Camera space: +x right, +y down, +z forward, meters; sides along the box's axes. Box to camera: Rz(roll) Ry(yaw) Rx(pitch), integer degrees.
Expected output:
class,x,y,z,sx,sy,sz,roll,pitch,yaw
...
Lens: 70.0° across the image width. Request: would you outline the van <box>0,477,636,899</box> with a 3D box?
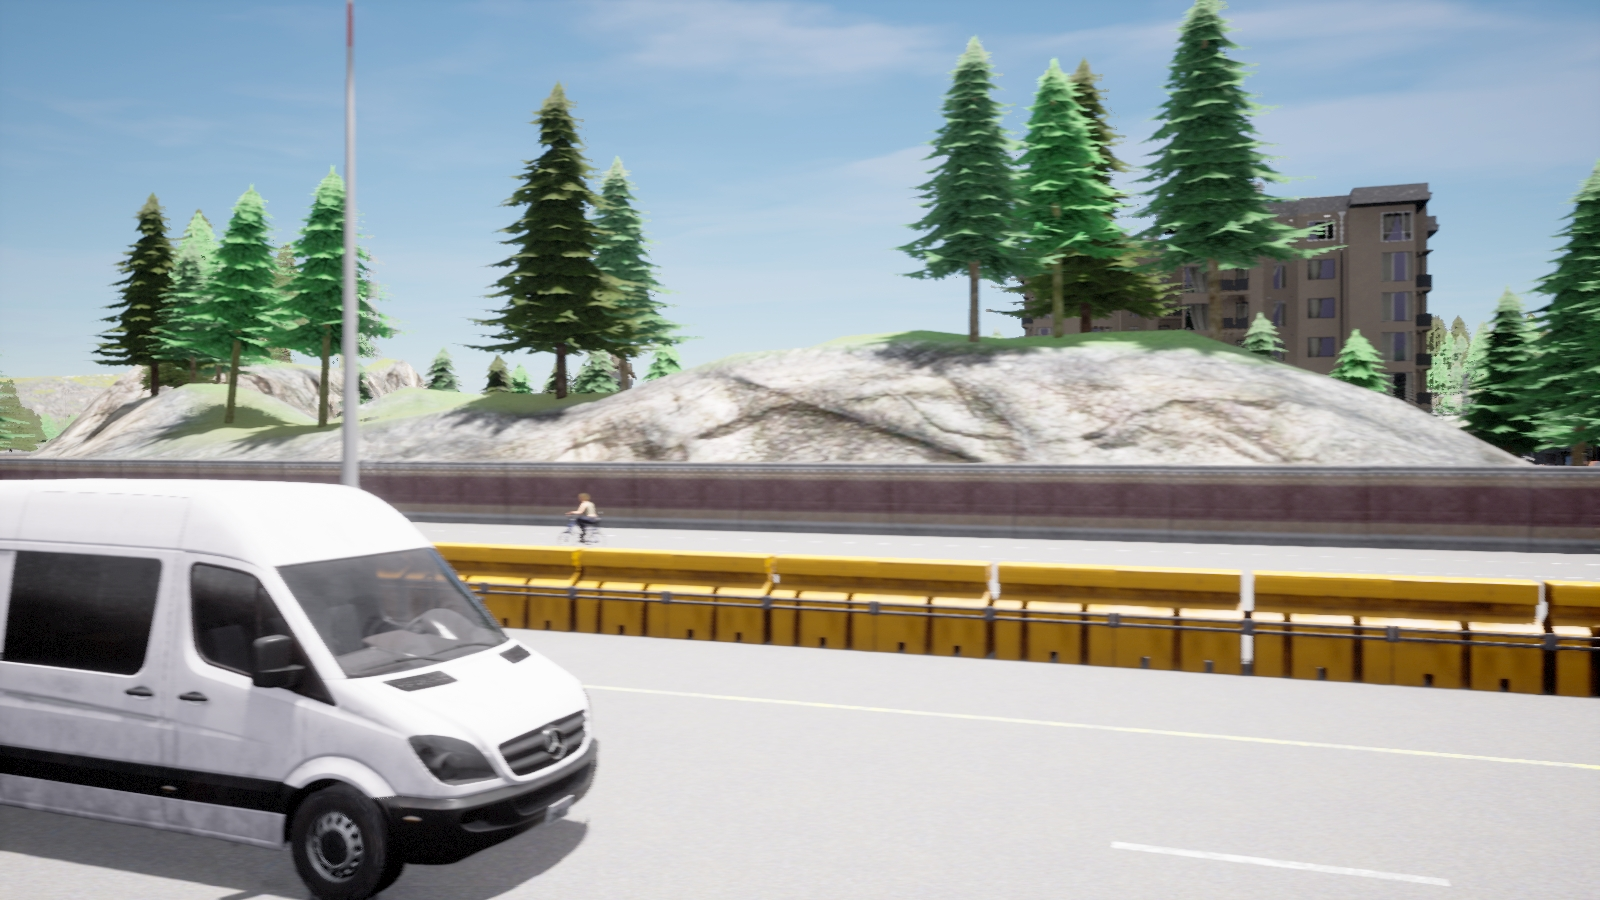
class,x,y,z,sx,sy,sz,roll,pitch,yaw
van,-4.345,1.529,8.594,5.915,2.561,1.988,0,0,20
